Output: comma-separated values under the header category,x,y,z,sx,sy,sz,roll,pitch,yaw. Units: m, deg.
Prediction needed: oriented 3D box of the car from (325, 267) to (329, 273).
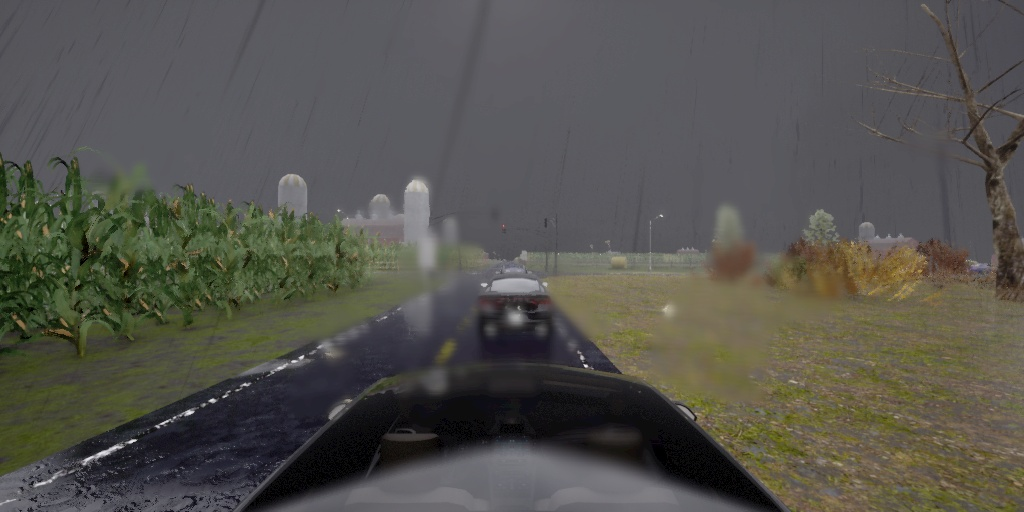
category,x,y,z,sx,sy,sz,roll,pitch,yaw
car,-21.309,1.049,38.935,5.008,1.535,1.882,0,-1,-3

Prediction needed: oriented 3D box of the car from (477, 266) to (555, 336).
category,x,y,z,sx,sy,sz,roll,pitch,yaw
car,0.099,1.233,10.491,1.882,1.535,5.008,0,0,0
